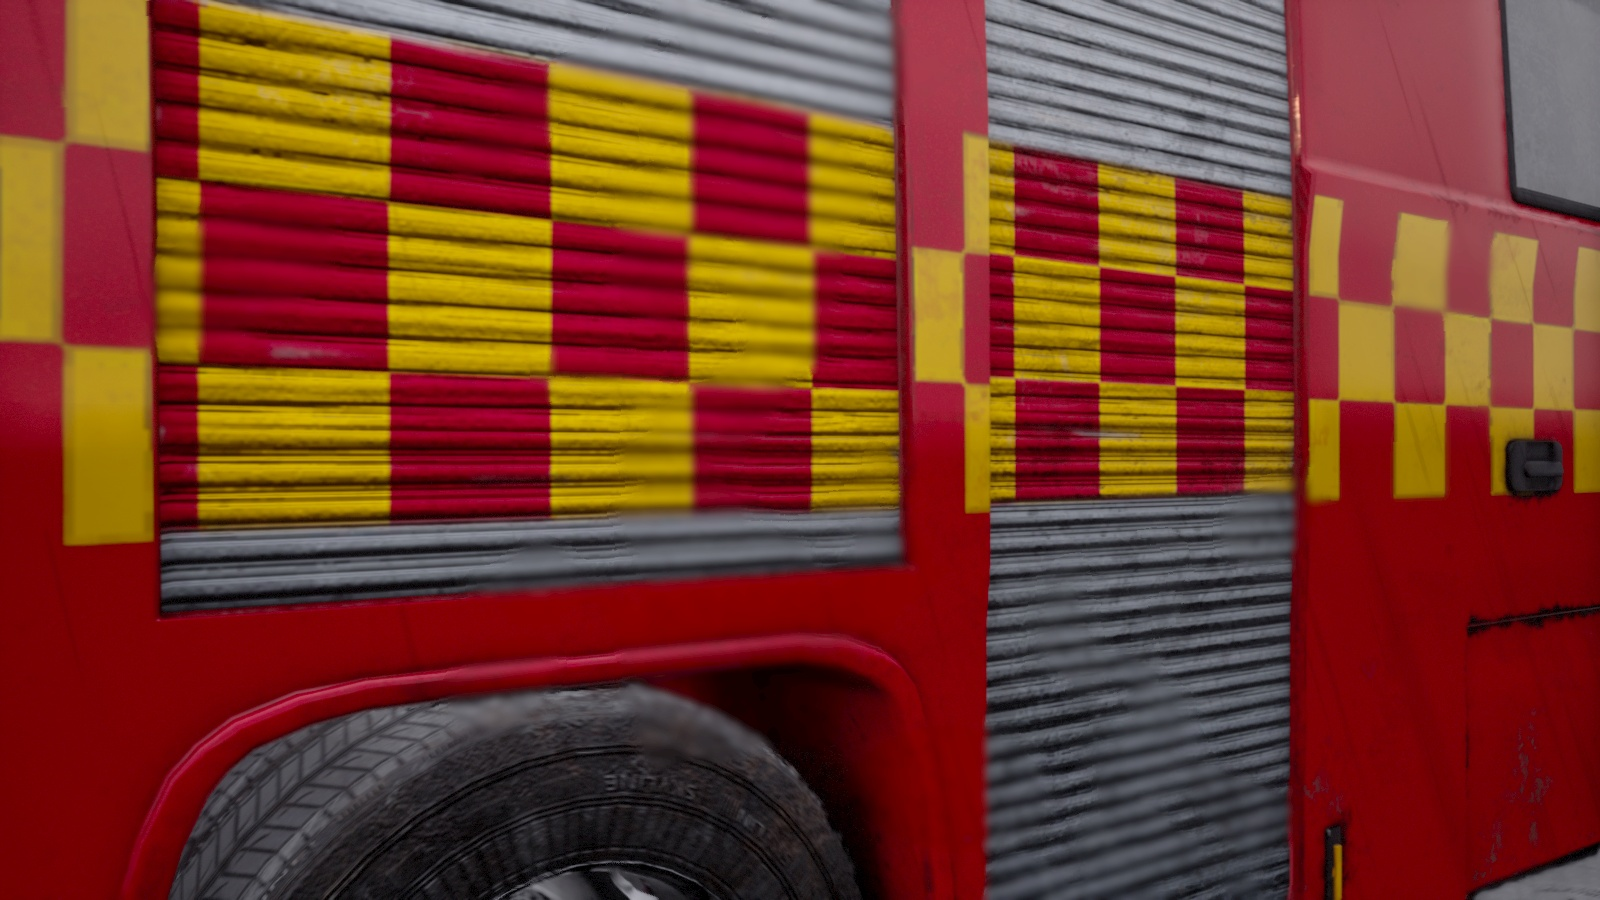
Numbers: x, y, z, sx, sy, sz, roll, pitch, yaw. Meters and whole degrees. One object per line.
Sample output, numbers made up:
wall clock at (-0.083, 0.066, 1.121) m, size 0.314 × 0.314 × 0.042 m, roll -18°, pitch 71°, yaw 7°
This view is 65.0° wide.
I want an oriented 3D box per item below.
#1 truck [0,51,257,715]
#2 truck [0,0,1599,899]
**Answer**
truck at (-7.767, -0.386, 6.786) m, size 8.468 × 3.827 × 2.891 m, roll 0°, pitch 0°, yaw -35°
truck at (1.111, -0.411, 4.436) m, size 8.468 × 3.827 × 2.891 m, roll 0°, pitch 0°, yaw -35°
